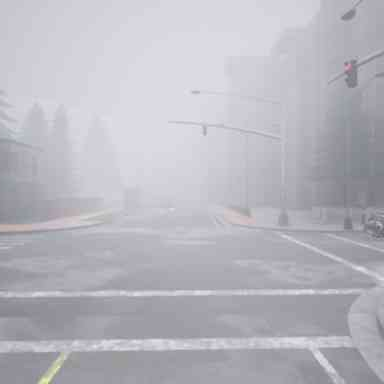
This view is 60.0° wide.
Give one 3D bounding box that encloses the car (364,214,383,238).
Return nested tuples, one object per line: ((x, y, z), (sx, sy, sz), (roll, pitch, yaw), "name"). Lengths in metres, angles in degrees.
((10.674, 1.346, 15.751), (4.553, 1.767, 2.097), (1, 0, -2), "car")

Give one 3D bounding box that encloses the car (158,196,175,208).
((-3.662, 1.386, 48.018), (2.097, 1.767, 4.553), (0, 0, 0), "car")
